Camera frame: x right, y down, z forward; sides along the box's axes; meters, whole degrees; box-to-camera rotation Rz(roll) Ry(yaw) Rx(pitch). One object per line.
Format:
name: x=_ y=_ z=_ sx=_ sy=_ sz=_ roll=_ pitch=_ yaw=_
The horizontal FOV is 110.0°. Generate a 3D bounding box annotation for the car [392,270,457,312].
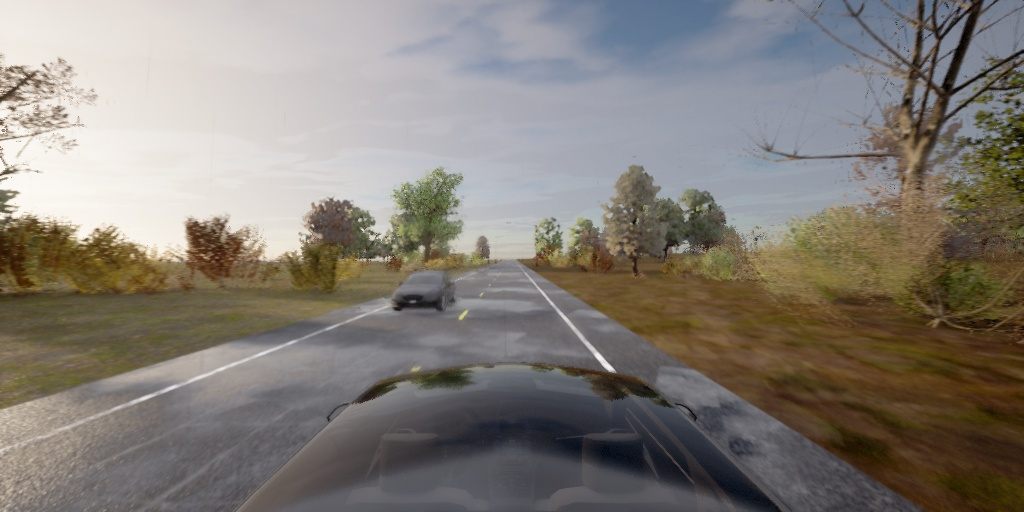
car: x=-3.471 y=1.370 z=14.995 sx=1.837 sy=1.490 sz=4.892 roll=0 pitch=-1 yaw=0
